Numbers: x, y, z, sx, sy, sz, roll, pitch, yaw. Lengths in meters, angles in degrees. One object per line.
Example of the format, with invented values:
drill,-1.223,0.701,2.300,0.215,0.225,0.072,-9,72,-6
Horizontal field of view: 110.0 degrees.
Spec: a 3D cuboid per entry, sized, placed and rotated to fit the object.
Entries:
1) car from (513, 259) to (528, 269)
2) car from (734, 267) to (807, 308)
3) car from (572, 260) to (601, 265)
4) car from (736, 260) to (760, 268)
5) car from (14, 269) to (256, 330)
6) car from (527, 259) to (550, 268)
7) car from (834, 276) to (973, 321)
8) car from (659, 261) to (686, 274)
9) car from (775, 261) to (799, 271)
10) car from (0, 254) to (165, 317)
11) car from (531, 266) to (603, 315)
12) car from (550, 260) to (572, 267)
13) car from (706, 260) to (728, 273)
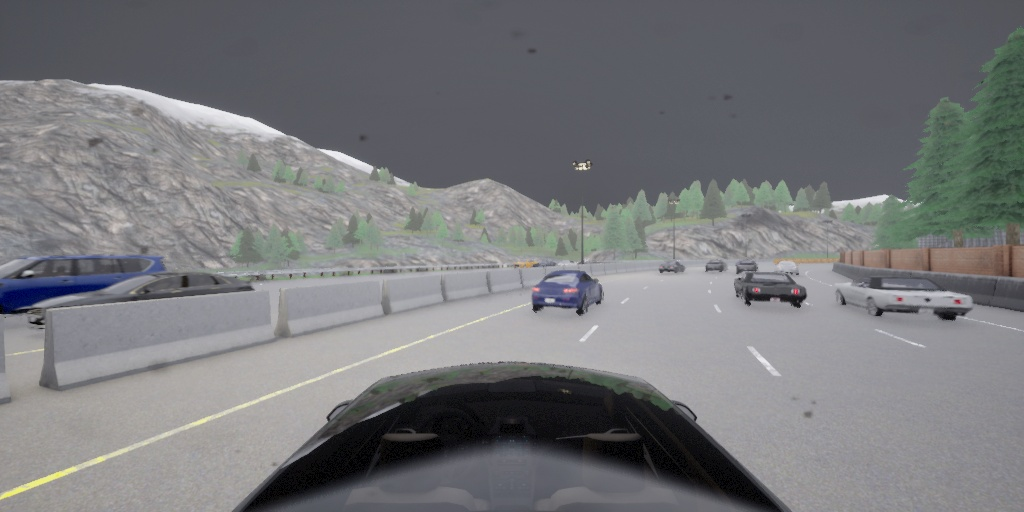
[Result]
car,2.129,1.227,54.766,1.882,1.535,5.008,0,0,37
car,10.861,1.346,15.438,1.895,1.301,4.718,0,0,26
car,10.545,1.336,48.487,2.033,1.411,5.357,0,0,37
car,26.502,1.228,40.259,2.128,1.511,4.902,0,0,38
car,-10.585,1.252,10.855,1.837,1.490,4.892,0,0,22
car,4.941,1.303,52.682,2.033,1.411,5.357,0,0,37
car,13.251,1.347,12.603,1.895,1.301,4.718,0,0,26
car,18.559,1.284,41.485,2.033,1.411,5.357,0,0,38
car,28.540,1.265,37.193,1.812,1.442,4.674,0,0,37
car,-14.241,0.969,11.192,2.150,2.045,5.566,0,0,22
car,2.195,1.272,13.658,1.812,1.442,4.674,0,0,25
car,7.743,1.282,50.585,1.812,1.442,4.674,0,0,37
car,25.498,1.226,44.617,2.128,1.511,4.902,0,0,39
